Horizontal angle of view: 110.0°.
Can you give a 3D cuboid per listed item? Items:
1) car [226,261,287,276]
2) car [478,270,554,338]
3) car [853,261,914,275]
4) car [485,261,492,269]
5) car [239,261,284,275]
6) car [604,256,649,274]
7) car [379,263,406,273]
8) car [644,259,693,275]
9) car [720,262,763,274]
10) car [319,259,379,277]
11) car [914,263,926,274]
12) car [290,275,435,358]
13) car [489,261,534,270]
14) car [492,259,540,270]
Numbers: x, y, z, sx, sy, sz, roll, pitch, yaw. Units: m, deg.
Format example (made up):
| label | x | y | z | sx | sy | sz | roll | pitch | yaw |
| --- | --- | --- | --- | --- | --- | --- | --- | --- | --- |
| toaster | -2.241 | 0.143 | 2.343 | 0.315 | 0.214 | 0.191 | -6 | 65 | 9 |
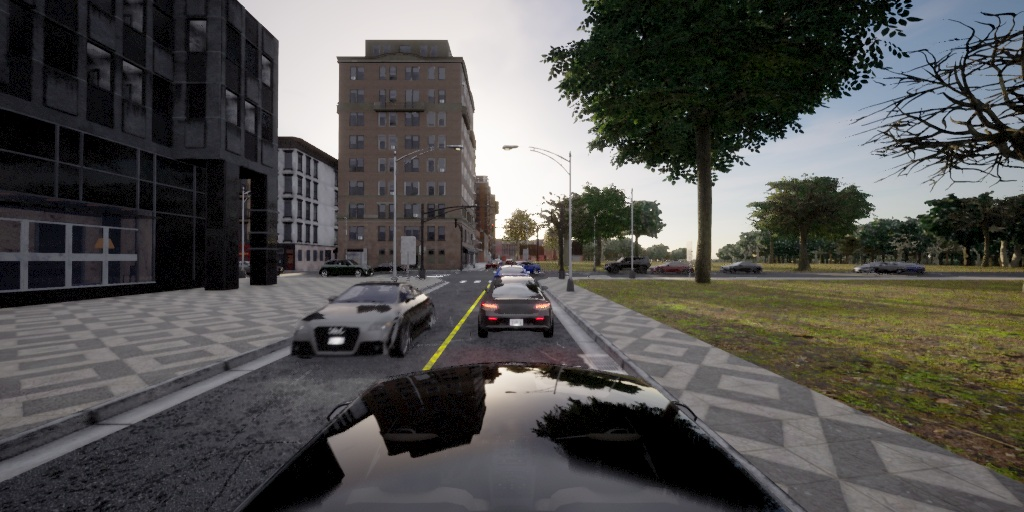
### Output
| label | x | y | z | sx | sy | sz | roll | pitch | yaw |
| --- | --- | --- | --- | --- | --- | --- | --- | --- | --- |
| car | -25.882 | 1.266 | 36.469 | 4.892 | 1.490 | 1.837 | 0 | -1 | 0 |
| car | 0.076 | 1.280 | 10.123 | 1.812 | 1.442 | 4.674 | 0 | 0 | -1 |
| car | 41.179 | 1.349 | 40.209 | 4.902 | 1.511 | 2.128 | 0 | -1 | 0 |
| car | -3.084 | 1.429 | 56.196 | 1.895 | 1.301 | 4.718 | 0 | 0 | 1 |
| car | -24.383 | 1.216 | 33.226 | 4.902 | 1.511 | 2.128 | 0 | -1 | 0 |
| car | 13.983 | 1.075 | 43.369 | 5.566 | 2.045 | 2.150 | 0 | -1 | 0 |
| car | -15.357 | 1.431 | 43.218 | 4.718 | 1.301 | 1.895 | 0 | -1 | 0 |
| car | 17.737 | 1.347 | 40.132 | 4.674 | 1.442 | 1.812 | 0 | -1 | 0 |
| car | 27.730 | 1.395 | 43.429 | 4.674 | 1.442 | 1.812 | 0 | -1 | 0 |
| car | -15.246 | 1.074 | 33.272 | 4.553 | 1.767 | 2.097 | 0 | -1 | 0 |
| car | 47.155 | 1.430 | 43.433 | 4.674 | 1.442 | 1.812 | 0 | -1 | 0 |
| car | -3.113 | 1.316 | 8.344 | 1.994 | 1.385 | 4.181 | 0 | 0 | 0 |
| car | -0.015 | 1.241 | 19.512 | 1.882 | 1.535 | 5.008 | 0 | 0 | 0 |
| car | 0.725 | 1.261 | 36.982 | 5.008 | 1.535 | 1.882 | 0 | -1 | -42 |
